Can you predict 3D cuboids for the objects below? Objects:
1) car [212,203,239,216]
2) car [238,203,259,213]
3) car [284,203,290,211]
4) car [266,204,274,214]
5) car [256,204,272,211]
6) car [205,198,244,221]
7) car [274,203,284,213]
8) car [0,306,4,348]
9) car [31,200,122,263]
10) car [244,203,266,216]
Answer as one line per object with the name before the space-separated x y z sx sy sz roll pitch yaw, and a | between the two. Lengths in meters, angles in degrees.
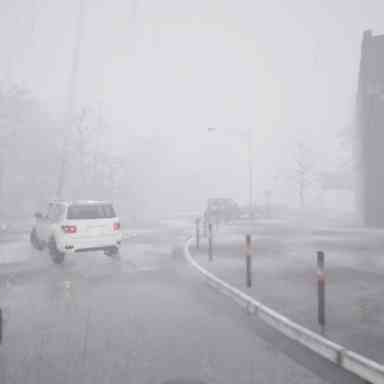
car | 4.357 2.172 42.385 1.882 1.535 5.008 -1 -2 26
car | 8.832 2.458 51.834 1.882 1.535 5.008 -1 -2 25
car | 16.374 2.716 60.097 2.128 1.511 4.902 -1 -2 25
car | 9.379 2.343 45.429 1.994 1.385 4.181 -1 -2 25
car | 13.275 2.864 61.144 1.895 1.301 4.718 -1 -2 25
car | 2.920 1.561 30.989 2.150 2.045 5.566 -1 -2 22
car | 12.663 2.552 52.314 1.994 1.385 4.181 -1 -2 25
car | -3.123 1.277 1.552 2.150 2.045 5.566 -1 0 -5
car | -4.588 1.336 12.812 2.150 2.045 5.566 0 -1 -35
car | 7.179 2.187 40.814 2.033 1.411 5.357 -1 -2 25
